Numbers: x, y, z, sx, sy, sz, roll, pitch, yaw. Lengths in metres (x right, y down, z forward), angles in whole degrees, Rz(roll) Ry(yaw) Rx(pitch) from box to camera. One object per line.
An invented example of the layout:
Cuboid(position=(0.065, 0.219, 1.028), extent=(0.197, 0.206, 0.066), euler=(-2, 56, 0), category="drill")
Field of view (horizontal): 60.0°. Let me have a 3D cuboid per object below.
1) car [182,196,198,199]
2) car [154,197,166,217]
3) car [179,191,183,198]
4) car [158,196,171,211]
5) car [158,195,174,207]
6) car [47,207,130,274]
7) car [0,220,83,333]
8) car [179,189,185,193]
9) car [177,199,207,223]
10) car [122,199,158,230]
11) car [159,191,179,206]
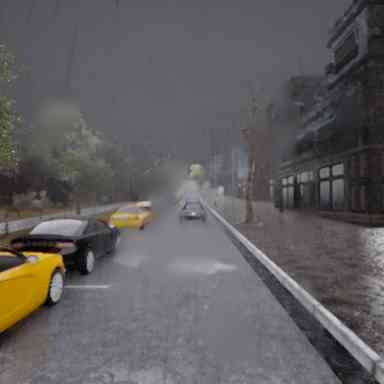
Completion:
Cuboid(position=(0.099, 1.438, 41.979), extent=(2.033, 1.411, 5.357), euler=(0, 0, 0), category="car")
Cuboid(position=(-3.653, 1.446, 27.182), extent=(2.097, 1.535, 5.008), euler=(0, 1, 2), category="car")
Cuboid(position=(-3.647, 1.240, 71.737), extent=(1.946, 1.575, 5.366), euler=(0, 1, 2), category="car")
Cuboid(position=(-3.653, 1.434, 32.738), extent=(2.231, 1.521, 4.892), euler=(0, 0, 2), category="car")
Cuboid(position=(-3.653, 1.401, 38.279), extent=(2.097, 1.535, 5.008), euler=(0, 0, 2), category="car")
Cuboid(position=(-3.652, 1.472, 10.547), extent=(2.097, 1.535, 5.008), euler=(0, 0, 2), category="car")
Cuboid(position=(-3.652, 1.474, 4.999), extent=(2.097, 1.535, 5.008), euler=(0, 0, 2), category="car")
Cuboid(position=(-3.632, 0.795, 91.129), extent=(2.185, 1.767, 4.553), euler=(2, 2, 2), category="car")
Cuboid(position=(0.099, 1.500, 25.225), extent=(1.994, 1.385, 4.181), euler=(0, 0, 0), category="car")
Cuboid(position=(-3.645, 1.445, 20.800), extent=(1.946, 1.575, 5.366), euler=(0, 0, 2), category="car")
Cuboid(position=(-3.652, 1.101, 47.231), extent=(2.435, 2.045, 5.566), euler=(0, 0, 2), category="car")
